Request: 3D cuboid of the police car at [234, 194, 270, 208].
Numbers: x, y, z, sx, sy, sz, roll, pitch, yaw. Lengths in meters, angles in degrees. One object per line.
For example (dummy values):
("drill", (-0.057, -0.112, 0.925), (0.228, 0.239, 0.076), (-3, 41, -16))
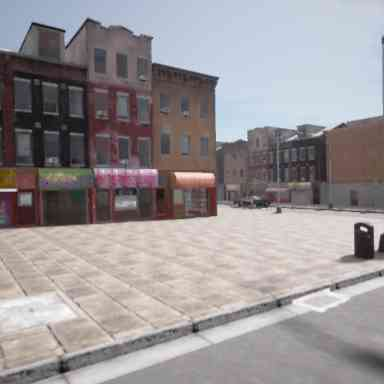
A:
("police car", (7.336, 1.134, 41.515), (1.930, 1.638, 5.238), (-2, 1, -36))
